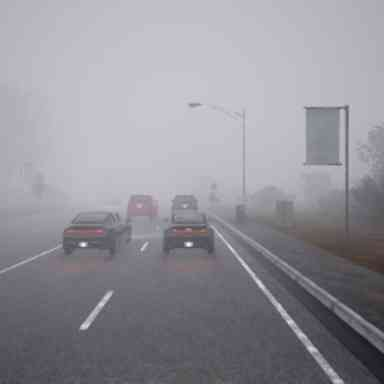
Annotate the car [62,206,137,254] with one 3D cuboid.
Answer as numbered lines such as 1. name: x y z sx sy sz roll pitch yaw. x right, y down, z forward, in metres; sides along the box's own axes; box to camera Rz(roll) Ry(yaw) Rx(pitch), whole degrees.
1. car: -3.652 1.506 13.483 1.837 1.490 4.892 0 0 -1

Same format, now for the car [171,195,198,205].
1. car: -0.633 1.225 28.346 2.150 2.045 5.566 0 0 -2

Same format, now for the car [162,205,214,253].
1. car: -0.152 1.506 13.619 1.837 1.490 4.892 0 0 -1

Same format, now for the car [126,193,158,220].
1. car: -4.135 1.226 28.268 2.150 2.045 5.566 0 0 -2

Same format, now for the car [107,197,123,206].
1. car: -12.378 1.571 53.577 1.994 1.385 4.181 0 0 -2

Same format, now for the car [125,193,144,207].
1. car: -8.799 1.227 51.541 2.150 2.045 5.566 0 0 -2
